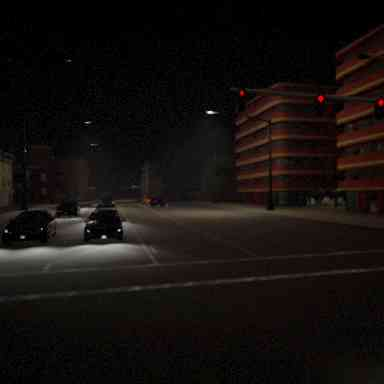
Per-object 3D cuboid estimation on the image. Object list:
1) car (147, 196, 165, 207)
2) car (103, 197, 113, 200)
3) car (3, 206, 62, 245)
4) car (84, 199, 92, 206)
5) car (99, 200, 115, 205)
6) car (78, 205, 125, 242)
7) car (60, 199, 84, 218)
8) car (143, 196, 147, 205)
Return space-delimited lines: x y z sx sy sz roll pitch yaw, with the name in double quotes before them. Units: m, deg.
"car" -5.145 1.496 49.266 1.812 1.442 4.674 0 0 -14
"car" -12.772 1.522 50.652 1.837 1.490 4.892 0 0 -14
"car" -8.009 1.700 16.837 1.812 1.442 4.674 -1 0 -15
"car" -16.377 1.682 50.680 1.895 1.301 4.718 0 0 -14
"car" -8.036 1.711 31.319 1.895 1.301 4.718 0 0 -14
"car" -4.689 1.690 17.911 2.033 1.411 5.357 -1 0 -14
"car" -11.808 1.635 31.989 1.837 1.490 4.892 -1 1 -14
"car" -7.612 1.422 58.914 1.882 1.535 5.008 0 0 -14
